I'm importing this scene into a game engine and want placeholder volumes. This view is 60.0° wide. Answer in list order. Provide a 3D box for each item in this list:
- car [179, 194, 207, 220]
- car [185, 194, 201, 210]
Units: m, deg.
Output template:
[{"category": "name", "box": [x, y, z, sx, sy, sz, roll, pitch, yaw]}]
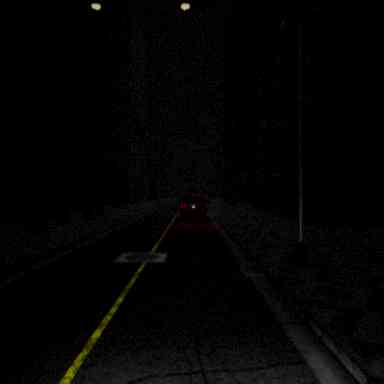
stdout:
[{"category": "car", "box": [0.107, 1.237, 28.135, 2.150, 2.045, 5.566, 0, 0, 0]}, {"category": "car", "box": [0.127, 1.281, 46.226, 2.150, 2.045, 5.566, 0, 0, 1]}]
